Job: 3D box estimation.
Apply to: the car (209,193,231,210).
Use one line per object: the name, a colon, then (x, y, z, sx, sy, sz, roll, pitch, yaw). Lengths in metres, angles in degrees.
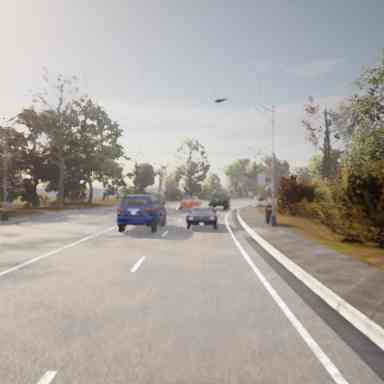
car: (3.581, 1.130, 42.177, 2.150, 2.045, 5.566, 0, 0, 13)

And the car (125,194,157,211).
car: (-5.160, 1.048, 34.343, 1.882, 1.535, 5.008, 0, 0, 8)

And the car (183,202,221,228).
car: (0.712, 1.552, 21.514, 1.895, 1.301, 4.718, 0, 0, 4)

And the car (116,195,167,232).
car: (-2.887, 1.173, 19.994, 2.150, 2.045, 5.566, 0, 0, 3)

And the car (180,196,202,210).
car: (-0.043, 1.256, 41.783, 2.097, 1.767, 4.553, 0, 0, 12)
